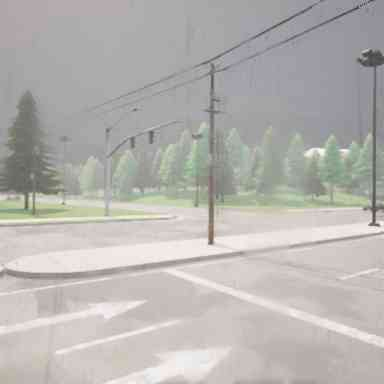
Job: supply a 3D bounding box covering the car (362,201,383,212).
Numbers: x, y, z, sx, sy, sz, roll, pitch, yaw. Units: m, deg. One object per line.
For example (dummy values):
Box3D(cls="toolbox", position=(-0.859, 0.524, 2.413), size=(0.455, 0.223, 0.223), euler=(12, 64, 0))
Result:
Box3D(cls="car", position=(25.915, 2.004, 46.691), size=(4.674, 1.442, 1.812), euler=(1, 0, -35))
